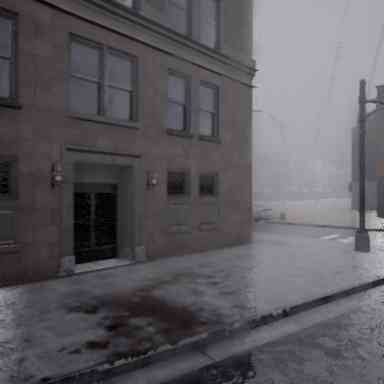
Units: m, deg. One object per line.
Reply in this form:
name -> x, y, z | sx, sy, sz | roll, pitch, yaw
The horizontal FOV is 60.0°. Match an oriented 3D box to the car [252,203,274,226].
car -> 3.456, 1.533, 23.780 | 4.902, 1.511, 2.128 | -1, -1, 44
